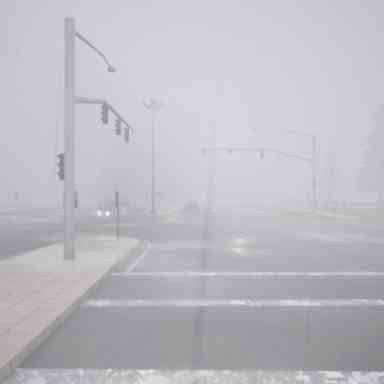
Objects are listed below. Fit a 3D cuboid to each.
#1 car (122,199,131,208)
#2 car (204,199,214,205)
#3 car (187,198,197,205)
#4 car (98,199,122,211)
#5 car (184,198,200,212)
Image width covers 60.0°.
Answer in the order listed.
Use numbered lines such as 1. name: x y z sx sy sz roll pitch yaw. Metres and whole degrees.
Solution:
1. car: -11.619 1.894 56.652 2.033 1.411 5.357 0 0 1
2. car: 3.428 2.020 68.578 1.895 1.301 4.718 0 0 0
3. car: -0.072 1.983 68.543 1.994 1.385 4.181 0 0 0
4. car: -11.642 1.775 46.362 2.128 1.511 4.902 0 0 0
5. car: -0.045 1.789 43.110 1.812 1.442 4.674 0 0 0
